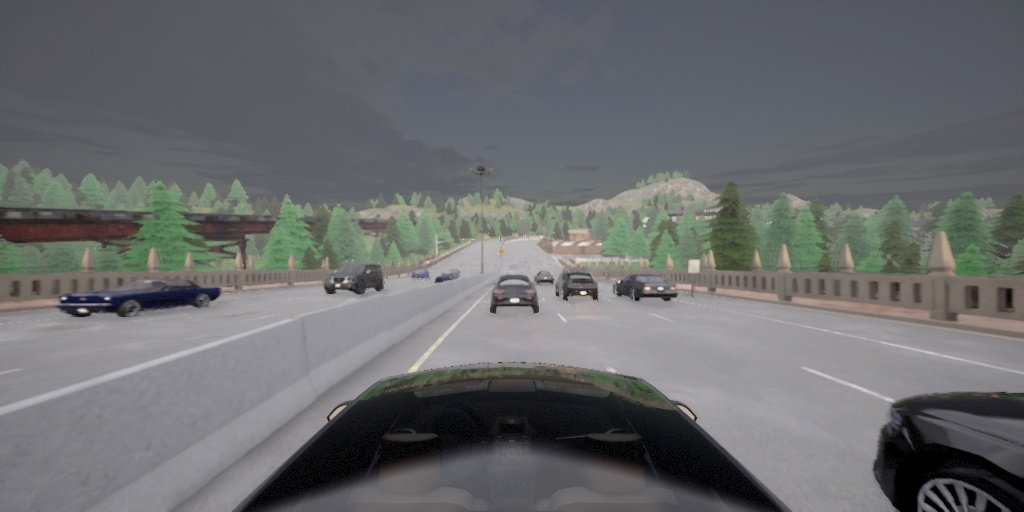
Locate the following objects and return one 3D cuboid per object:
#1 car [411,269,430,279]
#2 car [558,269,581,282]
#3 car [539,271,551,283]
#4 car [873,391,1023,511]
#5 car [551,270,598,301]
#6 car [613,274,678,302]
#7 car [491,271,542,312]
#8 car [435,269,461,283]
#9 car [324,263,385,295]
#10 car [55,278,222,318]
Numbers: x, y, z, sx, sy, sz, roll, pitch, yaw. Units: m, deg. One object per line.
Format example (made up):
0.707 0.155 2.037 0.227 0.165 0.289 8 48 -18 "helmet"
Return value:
-14.052 2.771 55.295 1.882 1.535 5.008 0 -2 0 "car"
7.095 2.447 44.871 2.128 1.511 4.902 0 -2 0 "car"
3.596 2.382 40.620 1.994 1.385 4.181 0 -2 0 "car"
3.600 1.256 0.605 2.128 1.511 4.902 0 1 0 "car"
3.598 1.671 20.491 1.837 1.490 4.892 0 -2 0 "car"
7.098 1.686 19.637 2.033 1.411 5.357 0 -2 0 "car"
0.098 1.523 15.388 1.812 1.442 4.674 0 -2 0 "car"
-7.095 2.382 39.471 1.895 1.301 4.718 0 -2 0 "car"
-10.599 1.522 24.608 2.150 2.045 5.566 0 -2 0 "car"
-14.101 1.557 13.993 1.895 1.301 4.718 0 -2 0 "car"
